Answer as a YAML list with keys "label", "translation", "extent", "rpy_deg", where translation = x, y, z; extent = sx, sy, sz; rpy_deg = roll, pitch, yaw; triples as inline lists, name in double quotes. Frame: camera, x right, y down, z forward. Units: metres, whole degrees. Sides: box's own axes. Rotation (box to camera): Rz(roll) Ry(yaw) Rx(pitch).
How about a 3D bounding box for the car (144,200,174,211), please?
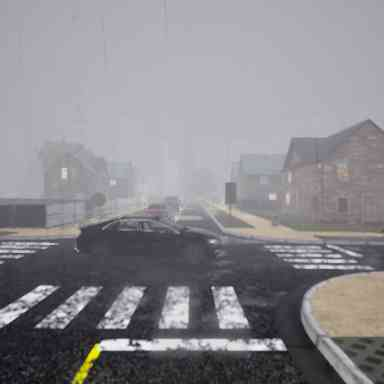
- label: "car"
  translation: [-2.841, 1.670, 27.702]
  extent: [1.882, 1.535, 5.008]
  rpy_deg: [0, 0, 0]

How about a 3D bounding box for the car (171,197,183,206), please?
- label: "car"
  translation: [-2.733, 1.707, 60.670]
  extent: [1.994, 1.385, 4.181]
  rpy_deg: [0, 0, 0]

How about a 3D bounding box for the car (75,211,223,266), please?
- label: "car"
  translation: [-1.413, 1.563, 11.310]
  extent: [4.902, 1.511, 2.128]
  rpy_deg: [1, -1, 0]

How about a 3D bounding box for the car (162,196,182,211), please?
- label: "car"
  translation: [-2.829, 1.539, 45.168]
  extent: [2.150, 2.045, 5.566]
  rpy_deg: [0, 0, 0]
